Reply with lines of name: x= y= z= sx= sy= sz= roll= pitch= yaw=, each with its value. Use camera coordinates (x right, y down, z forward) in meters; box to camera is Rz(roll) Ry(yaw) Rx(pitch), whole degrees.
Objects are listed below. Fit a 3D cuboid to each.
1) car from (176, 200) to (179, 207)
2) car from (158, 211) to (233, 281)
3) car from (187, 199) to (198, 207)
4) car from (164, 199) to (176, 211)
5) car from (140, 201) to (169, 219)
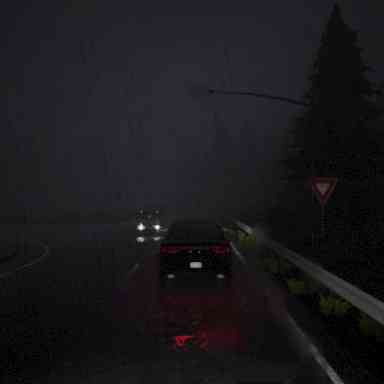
car: x=-3.514 y=2.015 z=61.915 sx=1.812 sy=1.442 sz=4.674 roll=0 pitch=-1 yaw=0
car: x=0.097 y=1.559 z=10.188 sx=1.882 sy=1.535 sz=5.008 roll=0 pitch=0 yaw=0
car: x=0.143 y=1.957 z=60.666 sx=1.882 sy=1.535 sz=5.008 roll=0 pitch=0 yaw=0
car: x=-3.558 y=1.885 z=45.339 sx=1.812 sy=1.442 sz=4.674 roll=0 pitch=0 yaw=0
car: x=-3.686 y=1.853 z=31.770 sx=1.895 sy=1.301 sz=4.718 roll=0 pitch=0 yaw=3
